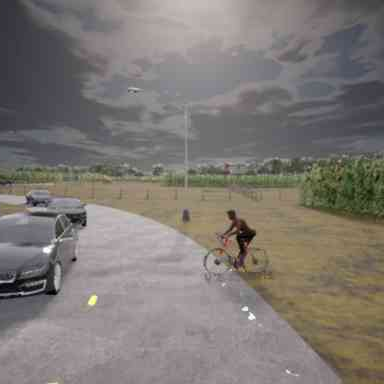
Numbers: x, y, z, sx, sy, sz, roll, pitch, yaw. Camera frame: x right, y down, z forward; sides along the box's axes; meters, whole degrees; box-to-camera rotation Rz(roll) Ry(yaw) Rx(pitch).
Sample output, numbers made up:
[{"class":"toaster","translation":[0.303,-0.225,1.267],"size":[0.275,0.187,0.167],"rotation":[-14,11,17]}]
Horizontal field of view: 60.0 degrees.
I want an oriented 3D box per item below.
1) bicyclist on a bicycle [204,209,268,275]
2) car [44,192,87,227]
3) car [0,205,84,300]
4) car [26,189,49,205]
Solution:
[{"class":"bicyclist on a bicycle","translation":[1.107,1.250,8.173],"size":[1.656,1.620,0.582],"rotation":[1,1,-10]},{"class":"car","translation":[-6.890,0.994,18.181],"size":[1.882,1.535,5.008],"rotation":[-1,2,-23]},{"class":"car","translation":[-3.921,1.295,8.041],"size":[1.837,1.490,4.892],"rotation":[0,2,-12]},{"class":"car","translation":[-14.392,0.534,31.578],"size":[1.837,1.490,4.892],"rotation":[-1,2,-37]}]
